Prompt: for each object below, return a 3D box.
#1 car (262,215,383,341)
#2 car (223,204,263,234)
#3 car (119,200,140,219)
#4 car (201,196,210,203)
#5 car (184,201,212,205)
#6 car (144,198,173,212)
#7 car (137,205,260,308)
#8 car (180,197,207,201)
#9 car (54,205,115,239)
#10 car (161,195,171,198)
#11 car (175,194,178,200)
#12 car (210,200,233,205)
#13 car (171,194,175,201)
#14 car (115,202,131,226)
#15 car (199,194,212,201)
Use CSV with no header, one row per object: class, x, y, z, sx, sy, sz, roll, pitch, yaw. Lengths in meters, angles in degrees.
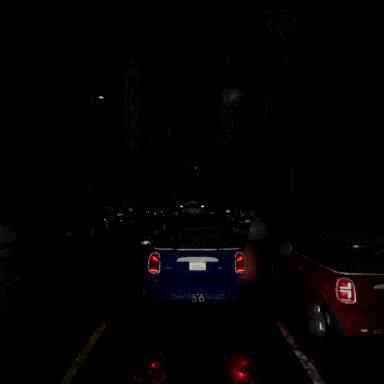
car,2.855,1.440,6.528,1.967,1.590,4.097,0,0,0
car,2.856,1.552,17.531,2.008,1.369,4.403,0,0,0
car,-5.668,1.443,28.535,1.967,1.590,4.097,0,0,0
car,2.907,1.579,71.203,1.752,1.417,4.829,0,0,0
car,0.098,1.479,17.377,1.882,1.535,5.008,0,0,0
car,-2.998,1.544,29.306,1.837,1.490,4.892,0,0,0
car,0.100,1.352,8.097,2.097,1.767,4.553,0,0,0
car,0.003,1.459,27.399,1.801,1.575,5.366,0,0,0
car,-5.669,1.567,17.532,1.947,1.339,4.313,0,0,0
car,-5.628,1.625,65.638,1.802,1.307,4.206,0,0,0
car,-5.576,1.637,92.510,1.752,1.417,4.829,0,0,0
car,2.858,1.569,28.534,1.947,1.339,4.313,0,0,0
car,-5.607,1.616,76.455,2.008,1.369,4.403,0,0,0
car,-5.669,1.584,23.034,1.802,1.307,4.206,0,0,0
car,2.896,1.484,65.624,1.967,1.590,4.097,0,0,0
